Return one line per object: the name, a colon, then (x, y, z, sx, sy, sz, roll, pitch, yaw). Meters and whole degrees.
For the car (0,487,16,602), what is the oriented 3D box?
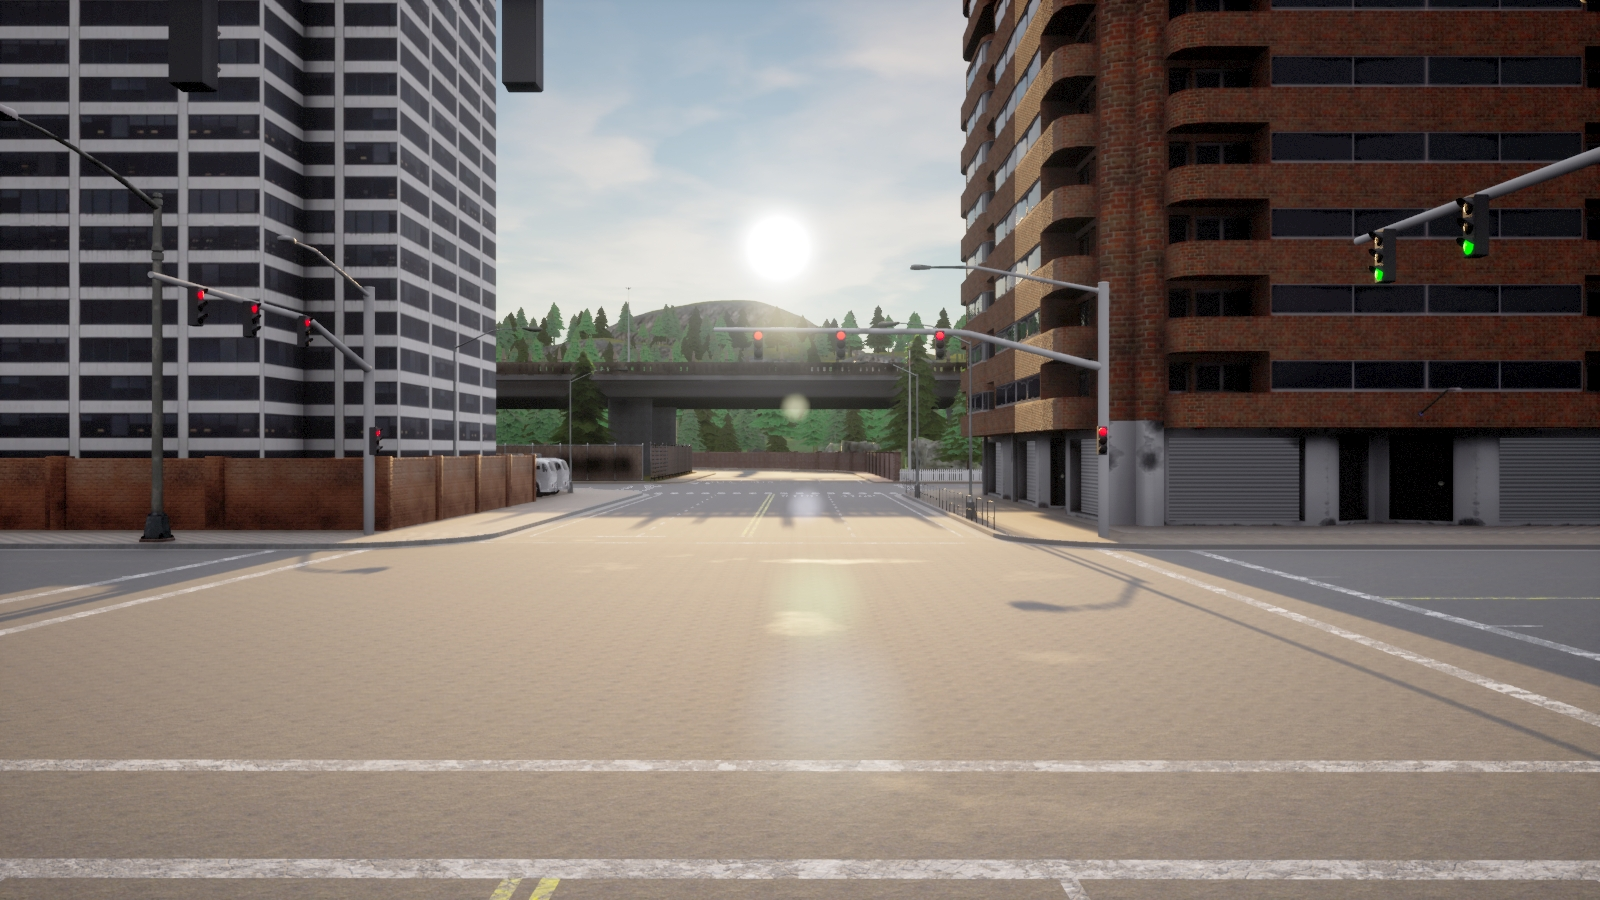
car: (-17.843, 1.752, 20.196, 6.274, 2.098, 2.390, 0, 0, -2)
